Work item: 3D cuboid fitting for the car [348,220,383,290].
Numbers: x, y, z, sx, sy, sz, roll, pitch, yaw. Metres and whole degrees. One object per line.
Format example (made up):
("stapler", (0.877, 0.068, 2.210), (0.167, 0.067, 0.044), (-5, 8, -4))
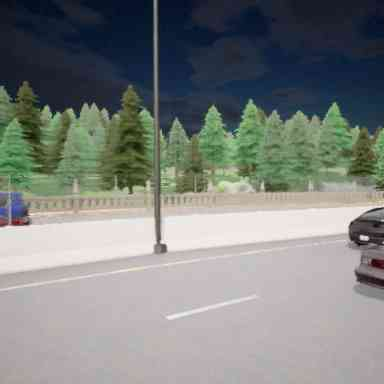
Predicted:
("car", (5.927, 1.394, 7.296), (5.357, 1.411, 2.033), (-1, 1, -29))

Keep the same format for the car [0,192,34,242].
("car", (-9.889, 1.076, 14.029), (5.566, 2.045, 2.150), (-1, 1, -35))

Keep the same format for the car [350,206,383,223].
("car", (7.896, 1.262, 12.216), (4.892, 1.490, 1.837), (-1, 1, -27))

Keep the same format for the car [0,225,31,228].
("car", (-8.117, 1.366, 10.972), (5.008, 1.535, 1.882), (-1, 1, -34))
